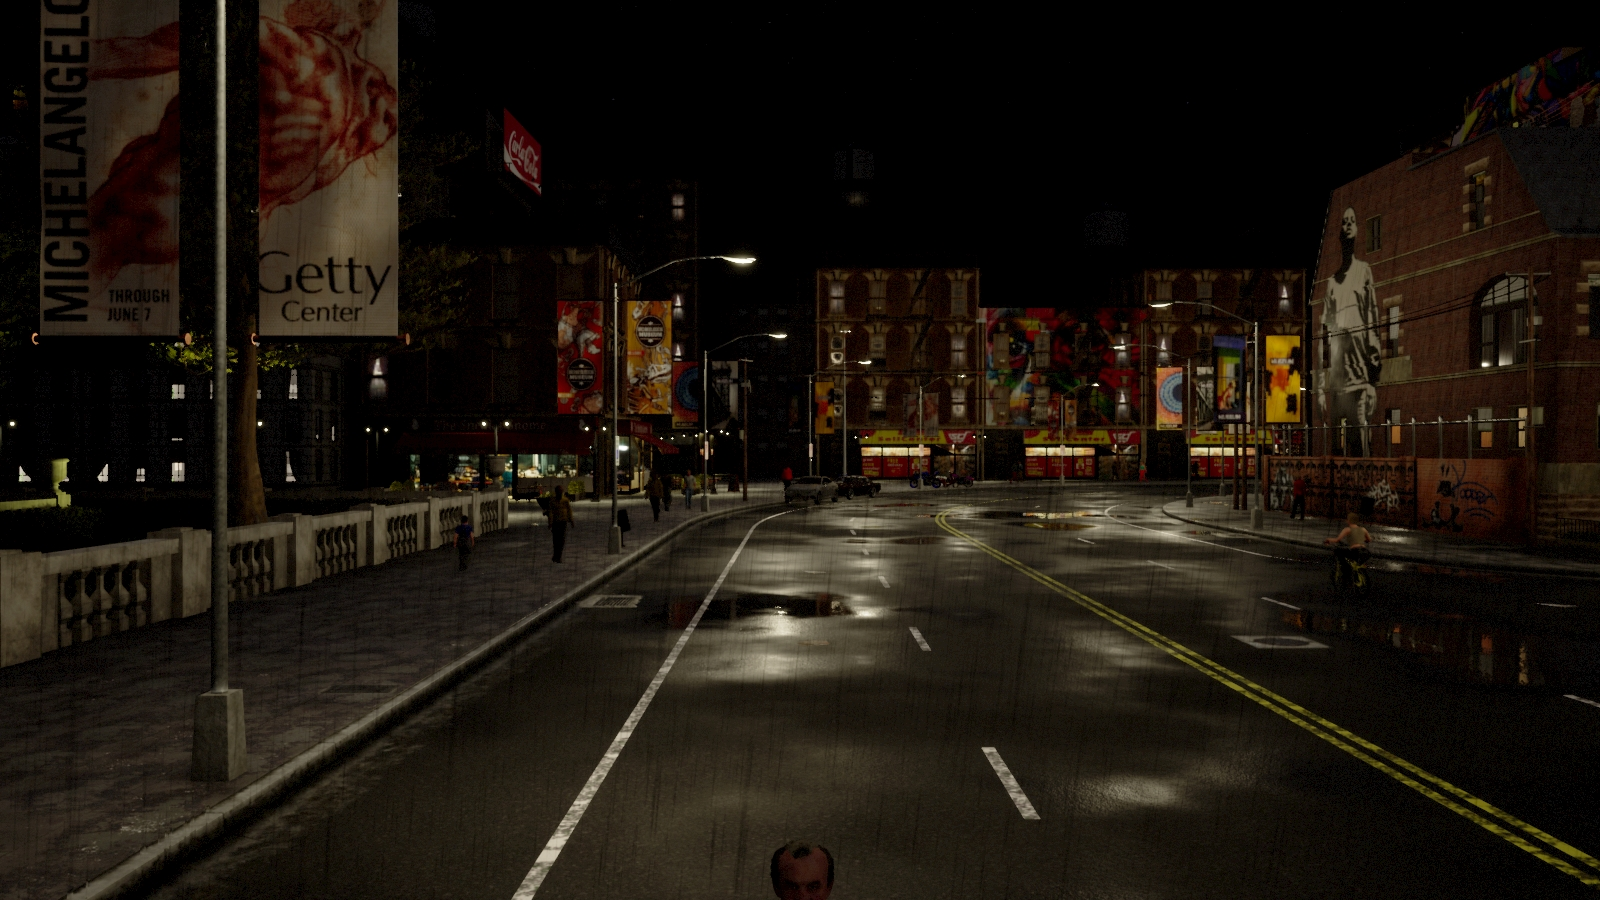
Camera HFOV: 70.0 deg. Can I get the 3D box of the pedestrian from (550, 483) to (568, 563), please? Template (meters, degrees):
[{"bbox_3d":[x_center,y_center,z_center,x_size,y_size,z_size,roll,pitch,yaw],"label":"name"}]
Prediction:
[{"bbox_3d":[-5.626,1.696,26.679,0.375,1.860,0.375,0,0,-16],"label":"pedestrian"}]

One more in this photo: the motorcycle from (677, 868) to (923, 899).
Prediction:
[{"bbox_3d":[-0.002,2.182,3.374,0.856,1.236,1.805,0,0,0],"label":"motorcycle"}]

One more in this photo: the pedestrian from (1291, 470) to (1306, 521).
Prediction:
[{"bbox_3d":[18.602,1.696,42.622,0.375,1.860,0.375,0,0,1],"label":"pedestrian"}]

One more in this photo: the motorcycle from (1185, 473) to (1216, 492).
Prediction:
[{"bbox_3d":[27.050,2.182,77.111,1.805,1.236,0.856,0,0,0],"label":"motorcycle"}]

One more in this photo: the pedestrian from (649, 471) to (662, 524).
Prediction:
[{"bbox_3d":[-5.145,1.696,40.744,0.375,1.860,0.375,0,0,5],"label":"pedestrian"}]

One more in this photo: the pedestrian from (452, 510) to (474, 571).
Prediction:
[{"bbox_3d":[-7.387,1.978,25.053,0.375,1.300,0.375,0,0,-3],"label":"pedestrian"}]

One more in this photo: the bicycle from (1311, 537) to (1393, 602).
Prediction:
[{"bbox_3d":[10.518,2.256,21.818,0.859,1.080,1.487,0,0,0],"label":"bicycle"}]
